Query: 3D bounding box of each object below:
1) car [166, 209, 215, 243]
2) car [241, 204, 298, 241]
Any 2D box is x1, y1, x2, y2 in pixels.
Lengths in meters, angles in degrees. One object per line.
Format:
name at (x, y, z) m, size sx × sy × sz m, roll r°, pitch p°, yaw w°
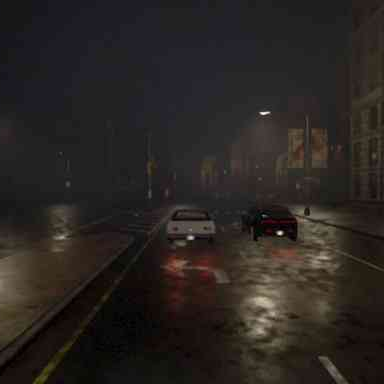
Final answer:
car at (-0.035, 1.409, 14.830) m, size 1.895 × 1.301 × 4.718 m, roll 0°, pitch 1°, yaw 0°
car at (3.469, 1.307, 15.479) m, size 1.837 × 1.490 × 4.892 m, roll 0°, pitch 1°, yaw 0°
